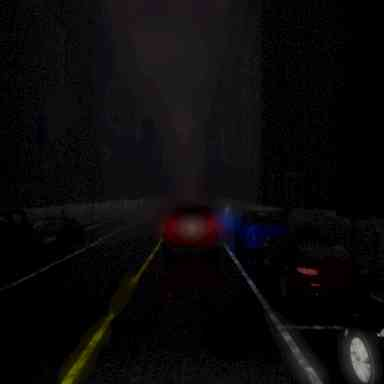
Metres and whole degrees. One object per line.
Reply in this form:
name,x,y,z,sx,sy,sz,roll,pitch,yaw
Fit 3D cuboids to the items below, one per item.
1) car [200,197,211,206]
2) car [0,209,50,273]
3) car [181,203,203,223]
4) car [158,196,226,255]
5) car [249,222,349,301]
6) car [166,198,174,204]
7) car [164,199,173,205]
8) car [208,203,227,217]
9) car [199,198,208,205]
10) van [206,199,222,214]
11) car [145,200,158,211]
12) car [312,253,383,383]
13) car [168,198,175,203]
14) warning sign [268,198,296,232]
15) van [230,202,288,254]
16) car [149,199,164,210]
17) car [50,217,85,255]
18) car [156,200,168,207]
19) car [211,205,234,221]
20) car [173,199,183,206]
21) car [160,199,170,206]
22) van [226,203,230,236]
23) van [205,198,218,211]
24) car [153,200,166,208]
car,2.782,2.014,70.687,2.192,1.841,5.009,0,-1,0
car,-5.759,1.393,8.238,2.192,1.841,5.009,0,-1,0
car,0.011,1.790,29.299,1.837,1.490,4.892,0,0,0
car,0.005,1.349,14.027,2.150,2.045,5.566,0,0,0
car,2.765,1.660,8.235,1.802,1.307,4.206,0,-1,0
car,-5.738,2.398,87.546,1.752,1.417,4.829,0,-1,0
car,-5.739,2.360,82.039,1.887,1.381,4.507,0,-1,0
car,2.773,1.938,36.621,1.802,1.307,4.206,0,-1,0
car,2.786,2.256,82.042,1.967,1.590,4.097,0,-1,0
van,2.774,1.754,42.301,1.690,1.788,3.998,0,-1,0
car,-5.749,2.021,47.976,2.008,1.369,4.403,0,-1,0
car,2.764,1.576,2.558,2.008,1.369,4.403,0,-1,0
car,-5.736,2.480,93.392,1.887,1.381,4.507,0,-1,0
warning sign,5.073,1.295,18.898,1.300,1.860,1.060,0,-1,0
van,2.767,1.473,13.915,1.690,1.788,3.998,0,-1,0
car,-5.747,1.967,53.654,1.967,1.590,4.097,0,-1,0
car,-5.758,1.713,13.913,1.802,1.307,4.206,0,-1,0
car,-5.744,2.207,65.007,1.947,1.339,4.313,0,-1,0
car,2.771,1.881,30.944,1.802,1.307,4.206,0,-1,0
car,-2.980,2.225,70.970,1.812,1.442,4.674,0,-1,0
car,-5.743,2.222,70.514,1.752,1.417,4.829,0,-1,0
van,2.768,1.527,19.592,1.690,1.788,3.998,0,-1,0
van,2.776,1.811,47.979,1.690,1.788,3.998,0,-1,0
car,-5.746,2.108,59.160,1.752,1.417,4.829,0,-1,0
